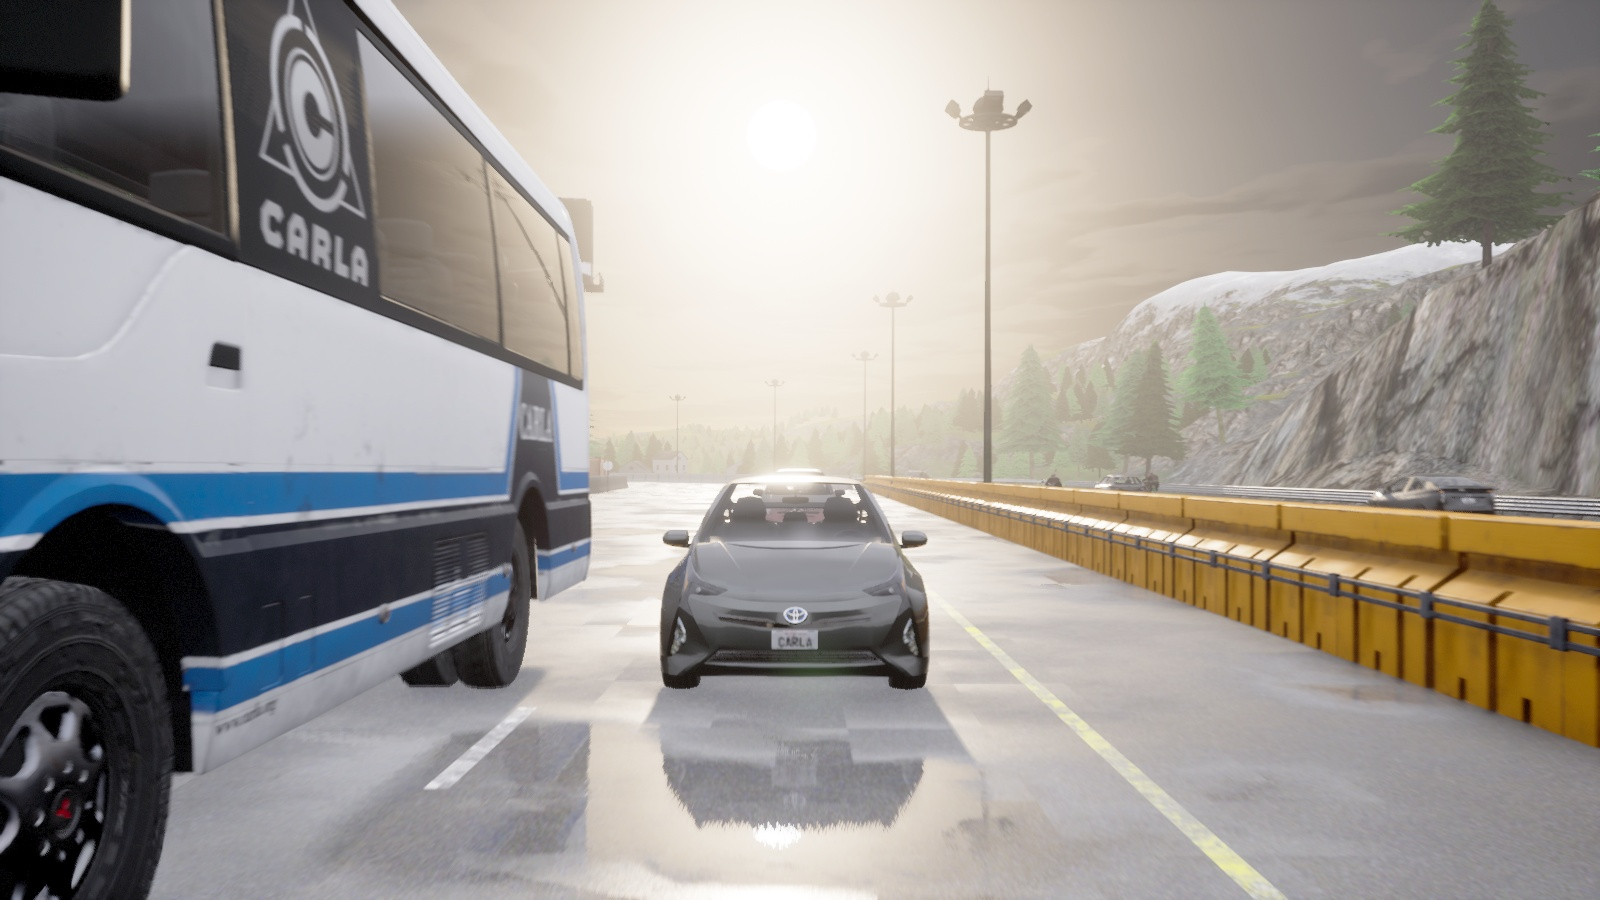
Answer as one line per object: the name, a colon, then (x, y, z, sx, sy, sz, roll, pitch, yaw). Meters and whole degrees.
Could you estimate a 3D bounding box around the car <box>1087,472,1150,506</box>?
car: (14.285, 1.716, 56.533, 1.816, 1.474, 4.193, 0, -1, 1)

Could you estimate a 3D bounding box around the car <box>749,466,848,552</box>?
car: (-0.006, 1.141, 25.540, 1.851, 1.617, 3.988, 0, -1, 1)

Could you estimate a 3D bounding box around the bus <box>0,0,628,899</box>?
bus: (-3.528, -0.441, 6.379, 3.944, 4.253, 10.273, 0, -1, 0)

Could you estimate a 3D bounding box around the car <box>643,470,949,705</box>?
car: (-0.034, 0.937, 10.493, 2.007, 1.525, 4.514, 0, -1, 0)

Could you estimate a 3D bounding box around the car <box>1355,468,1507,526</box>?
car: (17.586, 1.280, 35.277, 2.007, 1.525, 4.514, 0, -1, 1)
